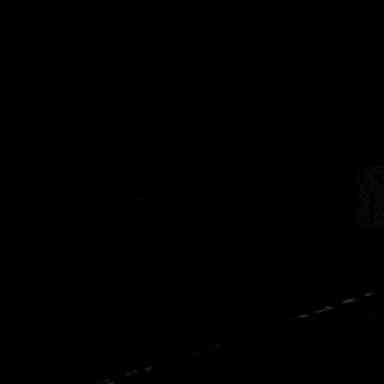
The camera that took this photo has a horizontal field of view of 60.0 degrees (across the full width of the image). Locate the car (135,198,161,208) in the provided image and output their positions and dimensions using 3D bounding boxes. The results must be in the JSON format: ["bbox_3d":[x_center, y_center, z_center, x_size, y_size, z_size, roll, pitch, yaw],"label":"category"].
[{"bbox_3d":[-6.870,1.645,51.800,1.812,1.442,4.674,2,-1,-39],"label":"car"}]

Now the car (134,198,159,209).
[{"bbox_3d":[-6.645,1.585,47.009,1.812,1.442,4.674,2,-1,-39],"label":"car"}]

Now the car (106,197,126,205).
[{"bbox_3d":[-13.707,1.595,59.807,2.128,1.511,4.902,2,-1,-41],"label":"car"}]
